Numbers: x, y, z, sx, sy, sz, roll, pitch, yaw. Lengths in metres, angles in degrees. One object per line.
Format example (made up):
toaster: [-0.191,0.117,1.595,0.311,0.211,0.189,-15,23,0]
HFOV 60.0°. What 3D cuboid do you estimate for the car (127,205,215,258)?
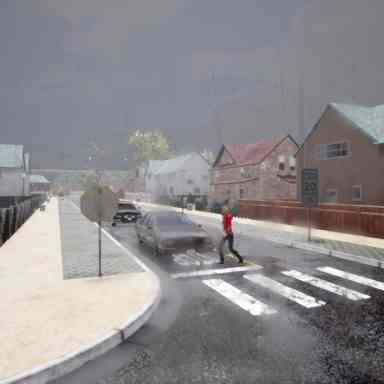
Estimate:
car: [-0.948,1.472,12.969,2.033,1.411,5.357,0,0,-20]

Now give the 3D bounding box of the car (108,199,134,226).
car: [-4.630,1.358,22.144,1.837,1.490,4.892,0,0,-22]

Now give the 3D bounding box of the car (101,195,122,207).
car: [-11.368,1.207,46.545,2.033,1.411,5.357,0,0,-22]

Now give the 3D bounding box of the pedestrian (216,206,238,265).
pedestrian: [1.050,1.242,9.934,0.375,1.860,0.375,1,0,-22]

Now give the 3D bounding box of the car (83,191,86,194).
car: [-12.960,0.903,42.805,2.150,2.045,5.566,0,1,-22]
